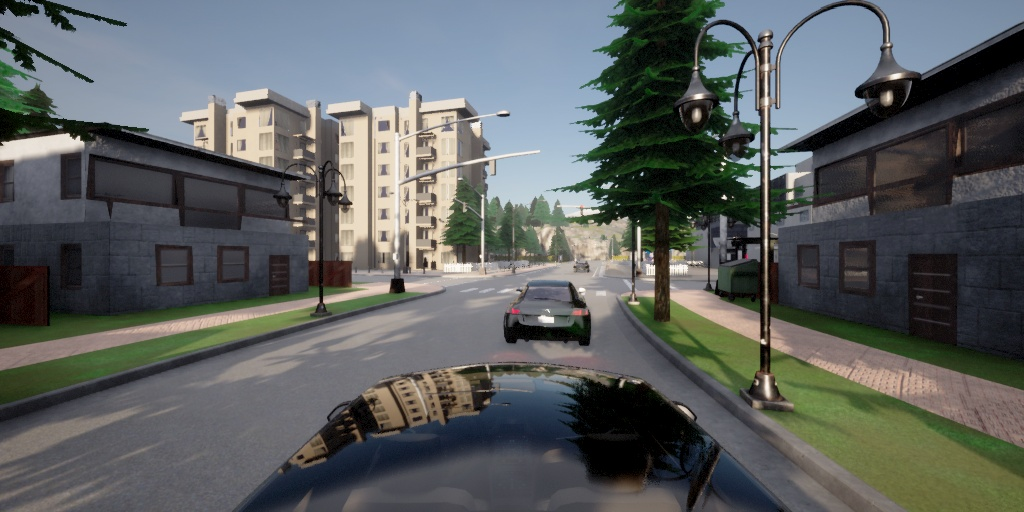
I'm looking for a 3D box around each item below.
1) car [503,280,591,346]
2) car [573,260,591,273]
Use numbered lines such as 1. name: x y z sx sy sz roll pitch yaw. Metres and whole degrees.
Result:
1. car: 1.012 1.314 9.535 1.994 1.385 4.181 0 0 9
2. car: 8.747 1.276 44.833 2.128 1.511 4.902 0 0 14
